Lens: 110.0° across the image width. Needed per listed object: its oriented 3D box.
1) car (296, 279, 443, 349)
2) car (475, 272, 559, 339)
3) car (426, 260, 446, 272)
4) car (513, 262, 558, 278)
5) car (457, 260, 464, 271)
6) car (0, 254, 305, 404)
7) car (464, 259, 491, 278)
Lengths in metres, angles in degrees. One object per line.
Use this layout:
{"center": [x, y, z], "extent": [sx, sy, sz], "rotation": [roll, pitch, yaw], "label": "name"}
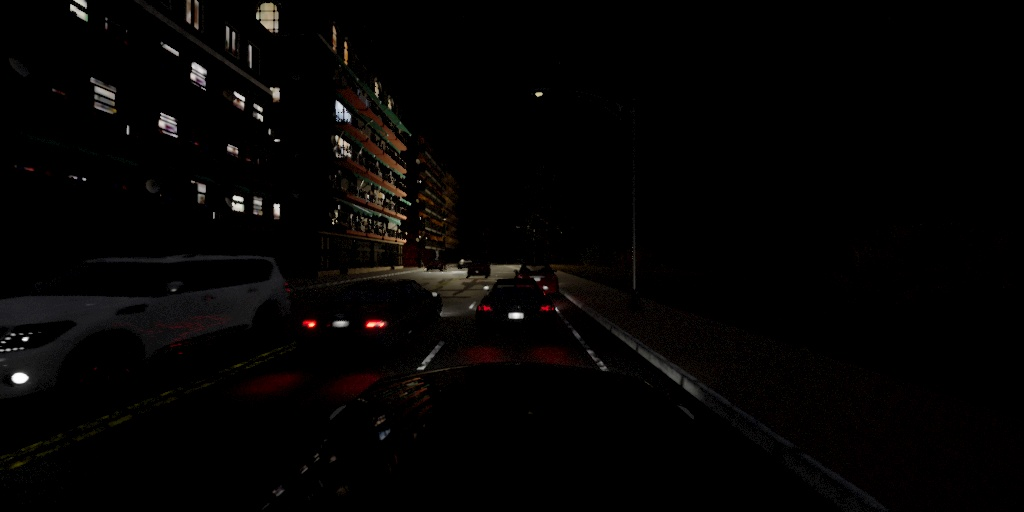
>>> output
{"center": [-3.135, 1.297, 9.081], "extent": [2.033, 1.411, 5.357], "rotation": [0, 0, 0], "label": "car"}
{"center": [0.110, 1.315, 10.078], "extent": [1.994, 1.385, 4.181], "rotation": [0, 0, 1], "label": "car"}
{"center": [-9.773, 1.273, 46.518], "extent": [1.812, 1.442, 4.674], "rotation": [0, 0, 0], "label": "car"}
{"center": [1.166, 1.102, 18.657], "extent": [2.097, 1.767, 4.553], "rotation": [0, 0, 0], "label": "car"}
{"center": [-6.514, 1.238, 50.322], "extent": [2.128, 1.511, 4.902], "rotation": [0, 0, 0], "label": "car"}
{"center": [-6.593, 0.972, 6.663], "extent": [2.150, 2.045, 5.566], "rotation": [0, 0, 0], "label": "car"}
{"center": [-3.094, 1.227, 34.129], "extent": [1.882, 1.535, 5.008], "rotation": [0, 0, 0], "label": "car"}
